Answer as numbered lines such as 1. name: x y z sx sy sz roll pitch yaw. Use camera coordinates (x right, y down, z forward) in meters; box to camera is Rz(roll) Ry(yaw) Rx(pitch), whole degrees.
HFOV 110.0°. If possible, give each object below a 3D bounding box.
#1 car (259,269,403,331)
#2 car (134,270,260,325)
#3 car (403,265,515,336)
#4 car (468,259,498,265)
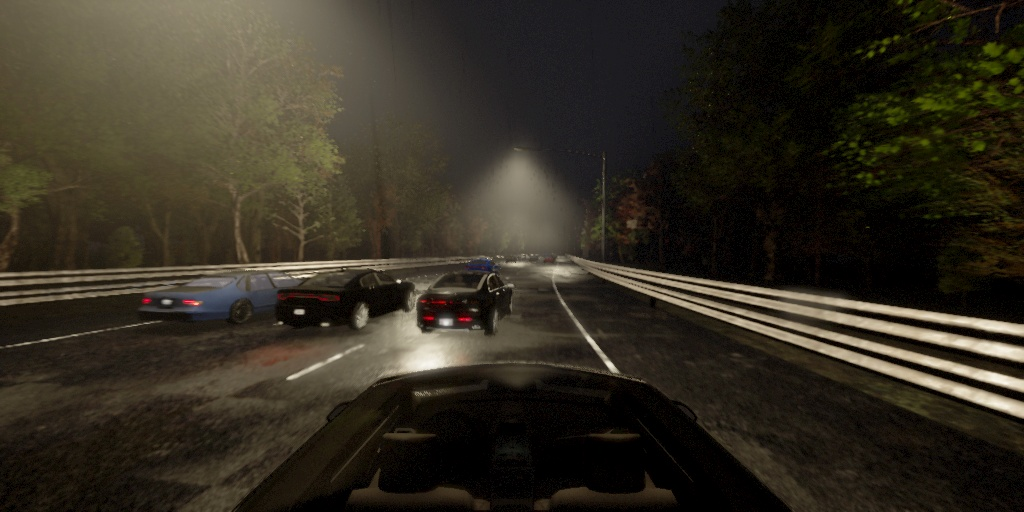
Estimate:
1. car: -4.569 1.117 10.723 1.882 1.535 5.008 1 1 8
2. car: -8.040 1.148 11.188 2.033 1.411 5.357 1 0 8
3. car: -1.108 1.176 10.227 1.837 1.490 4.892 0 1 8
4. car: -2.237 0.977 27.633 1.882 1.535 5.008 1 1 8
